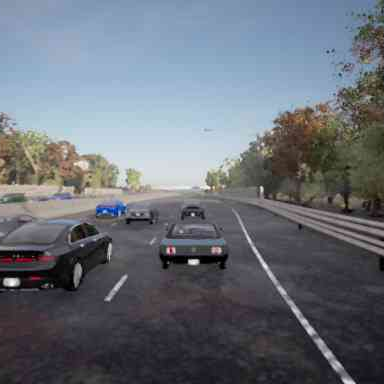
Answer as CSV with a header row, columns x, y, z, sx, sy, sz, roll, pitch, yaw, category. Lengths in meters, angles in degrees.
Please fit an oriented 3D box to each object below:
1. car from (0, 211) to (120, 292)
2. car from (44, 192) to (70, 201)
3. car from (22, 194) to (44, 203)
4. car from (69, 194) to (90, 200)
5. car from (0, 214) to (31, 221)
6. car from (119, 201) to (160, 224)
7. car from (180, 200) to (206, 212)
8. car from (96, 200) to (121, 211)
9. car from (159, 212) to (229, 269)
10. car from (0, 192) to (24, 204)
x,y,z,sx,sy,sz,roll,pitch,yaw,category
-3.451,1.479,8.829,1.837,1.490,4.892,0,0,0,car
-21.040,1.094,53.239,2.150,2.045,5.566,0,0,1,car
-24.541,1.365,53.297,2.128,1.511,4.902,0,0,0,car
-17.545,1.377,53.634,1.837,1.490,4.892,0,0,0,car
-6.924,1.526,12.911,1.994,1.385,4.181,0,0,0,car
-3.450,1.481,23.777,2.033,1.411,5.357,0,0,0,car
0.077,1.430,27.570,1.837,1.490,4.892,0,1,0,car
-6.918,1.398,29.003,1.882,1.535,5.008,0,0,0,car
0.065,1.568,11.042,1.895,1.301,4.718,0,0,0,car
-28.039,1.098,51.803,2.150,2.045,5.566,0,0,0,car
